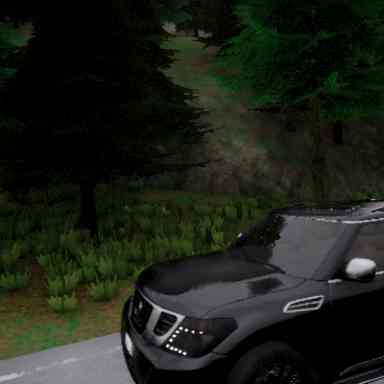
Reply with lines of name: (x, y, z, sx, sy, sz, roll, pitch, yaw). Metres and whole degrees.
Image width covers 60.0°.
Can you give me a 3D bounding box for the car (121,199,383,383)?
car: (1.926, 1.162, 4.419, 5.566, 2.045, 2.150, -1, 1, -21)
